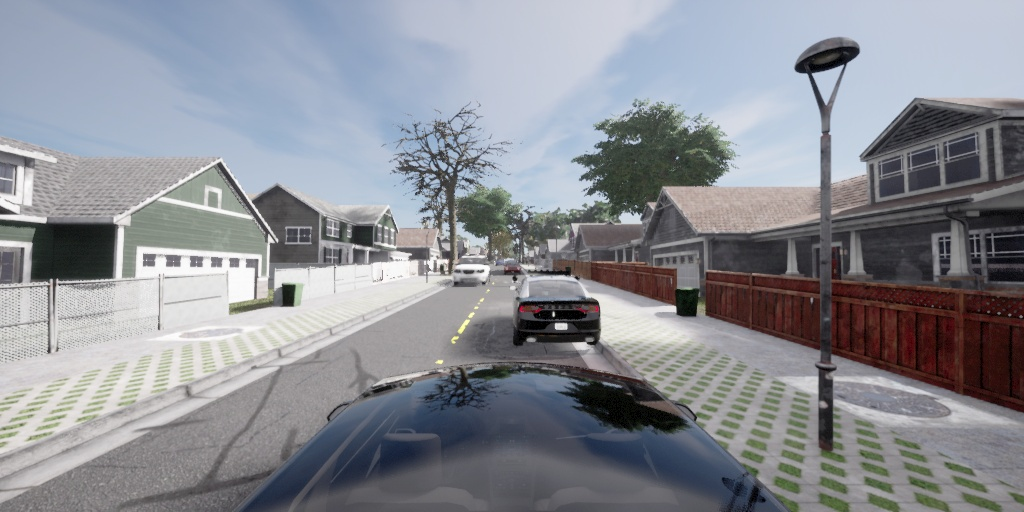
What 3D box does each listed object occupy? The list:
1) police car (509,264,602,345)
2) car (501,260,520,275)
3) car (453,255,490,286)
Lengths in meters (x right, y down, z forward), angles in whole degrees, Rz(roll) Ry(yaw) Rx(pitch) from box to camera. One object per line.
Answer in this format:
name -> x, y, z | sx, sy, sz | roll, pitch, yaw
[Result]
police car -> 0.964, 1.178, 9.617 | 1.930, 1.638, 5.238 | 0, 0, 0
car -> 0.085, 1.376, 39.512 | 1.895, 1.301, 4.718 | 0, 0, 0
car -> -2.748, 0.974, 25.440 | 2.150, 2.045, 5.566 | 0, 0, 0
